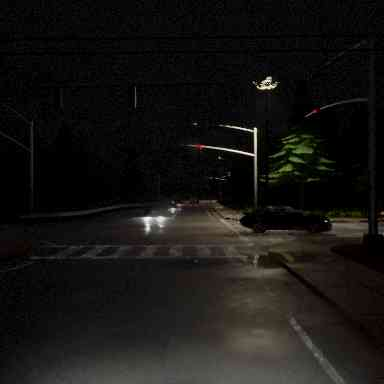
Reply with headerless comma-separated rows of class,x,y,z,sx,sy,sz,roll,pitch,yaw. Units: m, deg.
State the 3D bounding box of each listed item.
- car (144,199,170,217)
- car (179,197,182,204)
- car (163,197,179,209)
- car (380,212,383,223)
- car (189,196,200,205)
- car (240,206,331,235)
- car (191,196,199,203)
car,-3.578,1.668,33.111,1.994,1.385,4.181,0,0,0
car,-3.117,1.694,67.412,1.837,1.490,4.892,0,0,2
car,-3.530,1.496,49.337,2.097,1.767,4.553,0,0,1
car,15.168,1.484,22.040,5.008,1.535,1.882,0,0,1
car,0.387,1.690,65.381,1.812,1.442,4.674,0,0,2
car,5.123,1.535,18.522,4.902,1.511,2.128,0,0,7
car,0.718,1.630,75.688,1.837,1.490,4.892,0,0,2
